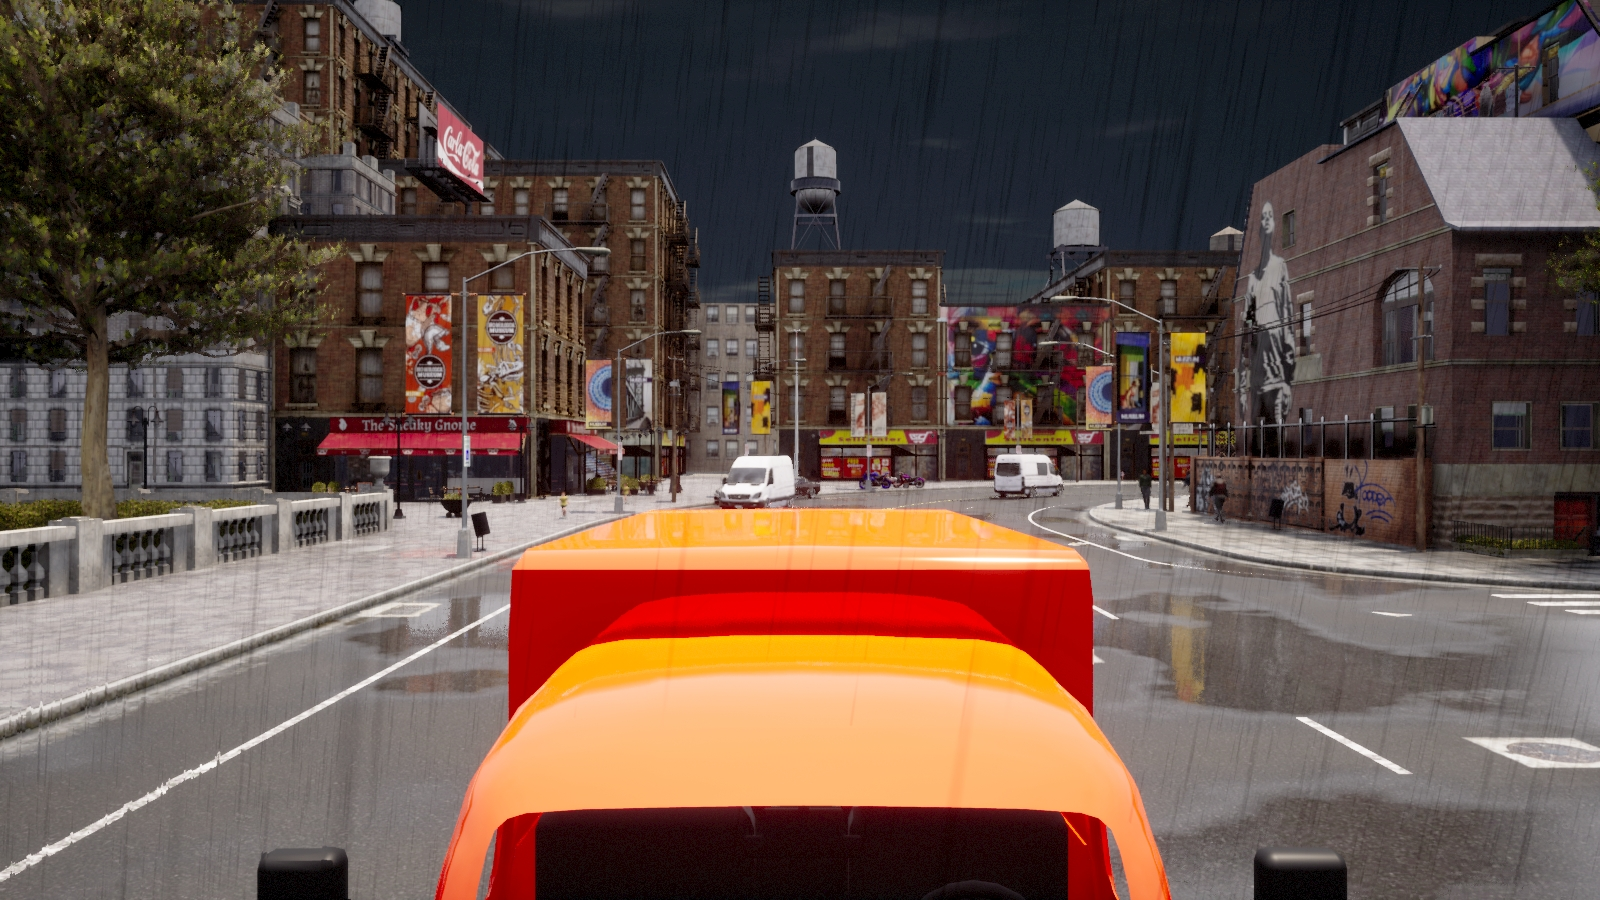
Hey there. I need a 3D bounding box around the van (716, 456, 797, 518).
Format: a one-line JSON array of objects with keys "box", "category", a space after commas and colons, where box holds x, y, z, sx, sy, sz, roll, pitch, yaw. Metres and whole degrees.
[{"box": [-1.858, 1.554, 51.057, 1.988, 2.561, 5.915, 0, 0, 14], "category": "van"}]

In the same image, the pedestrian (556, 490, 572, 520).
[{"box": [-8.982, 2.093, 43.538, 0.500, 1.100, 0.500, 0, 0, 2], "category": "pedestrian"}]

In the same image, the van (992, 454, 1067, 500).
[{"box": [13.781, 1.560, 68.271, 1.988, 2.561, 5.915, -1, 0, 37], "category": "van"}]

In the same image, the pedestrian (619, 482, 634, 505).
[{"box": [-8.429, 2.098, 55.460, 0.500, 1.100, 0.500, 0, 0, 30], "category": "pedestrian"}]

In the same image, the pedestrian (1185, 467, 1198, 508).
[{"box": [17.872, 1.716, 52.161, 0.375, 1.860, 0.375, 0, 0, -33], "category": "pedestrian"}]

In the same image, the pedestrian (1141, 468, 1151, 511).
[{"box": [15.167, 1.716, 50.082, 0.375, 1.860, 0.375, 0, 0, 18], "category": "pedestrian"}]

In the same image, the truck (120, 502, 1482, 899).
[{"box": [-0.002, 1.571, 4.805, 2.627, 2.467, 5.204, 0, 0, 0], "category": "truck"}]

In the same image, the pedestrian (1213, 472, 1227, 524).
[{"box": [15.076, 1.712, 40.997, 0.375, 1.860, 0.375, 0, 0, 0], "category": "pedestrian"}]
